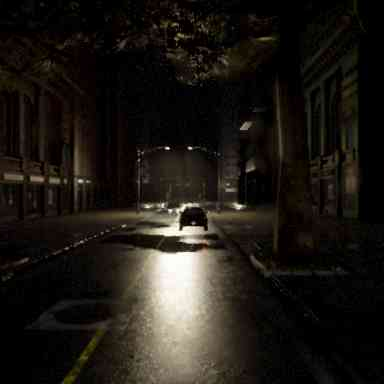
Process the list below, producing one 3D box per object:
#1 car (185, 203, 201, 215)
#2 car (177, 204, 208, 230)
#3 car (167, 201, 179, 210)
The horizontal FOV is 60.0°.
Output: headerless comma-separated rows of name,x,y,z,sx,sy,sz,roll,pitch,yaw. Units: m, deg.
car,0.097,2.076,41.163,1.895,1.301,4.718,0,-1,0
car,0.097,1.789,23.034,1.812,1.442,4.674,0,-1,0
car,-3.005,2.213,55.830,1.994,1.385,4.181,0,-1,0
